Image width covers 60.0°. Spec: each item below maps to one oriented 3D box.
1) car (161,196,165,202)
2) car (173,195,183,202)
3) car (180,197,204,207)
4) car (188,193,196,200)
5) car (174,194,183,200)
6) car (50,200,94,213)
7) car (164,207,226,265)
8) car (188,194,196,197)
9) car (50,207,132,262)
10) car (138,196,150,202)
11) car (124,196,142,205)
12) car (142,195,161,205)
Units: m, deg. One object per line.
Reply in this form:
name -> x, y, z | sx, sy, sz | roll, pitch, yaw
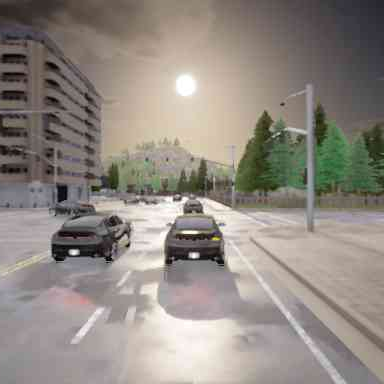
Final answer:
car -> -6.992, 1.499, 73.202 | 1.812, 1.442, 4.674 | 0, 0, 0
car -> -3.491, 1.496, 78.255 | 2.128, 1.511, 4.902 | 0, 0, 0
car -> 0.099, 1.473, 31.697 | 1.837, 1.490, 4.892 | 0, 0, 0
car -> 0.010, 1.183, 87.815 | 2.097, 1.767, 4.553 | 0, 0, 0
car -> -3.490, 1.367, 87.845 | 2.033, 1.411, 5.357 | 0, 0, 0
car -> -10.621, 1.452, 29.398 | 4.892, 1.490, 1.837 | 0, -2, 36
car -> 0.129, 1.501, 11.635 | 1.837, 1.490, 4.892 | 0, 0, 2
car -> 0.009, 1.494, 78.852 | 1.812, 1.442, 4.674 | 0, 0, 0
car -> -3.416, 1.500, 12.069 | 1.837, 1.490, 4.892 | 0, 0, 0
car -> -10.492, 1.527, 73.251 | 1.994, 1.385, 4.181 | 0, 0, 0
car -> -10.541, 1.472, 57.773 | 2.128, 1.511, 4.902 | 0, 0, 0
car -> -7.042, 1.506, 57.703 | 1.812, 1.442, 4.674 | 0, 0, 0
